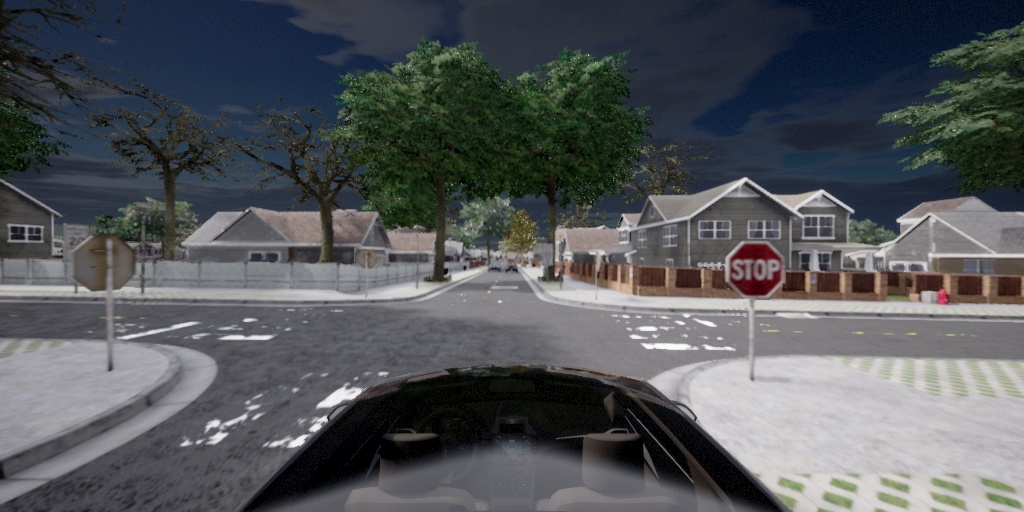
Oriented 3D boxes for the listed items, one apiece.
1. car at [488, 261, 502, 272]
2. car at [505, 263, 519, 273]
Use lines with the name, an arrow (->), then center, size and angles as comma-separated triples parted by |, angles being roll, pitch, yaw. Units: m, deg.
car -> -2.806, 1.700, 58.995 | 2.097, 1.767, 4.553 | 0, -1, 0
car -> -0.051, 1.794, 53.936 | 1.837, 1.490, 4.892 | 0, -1, 0
